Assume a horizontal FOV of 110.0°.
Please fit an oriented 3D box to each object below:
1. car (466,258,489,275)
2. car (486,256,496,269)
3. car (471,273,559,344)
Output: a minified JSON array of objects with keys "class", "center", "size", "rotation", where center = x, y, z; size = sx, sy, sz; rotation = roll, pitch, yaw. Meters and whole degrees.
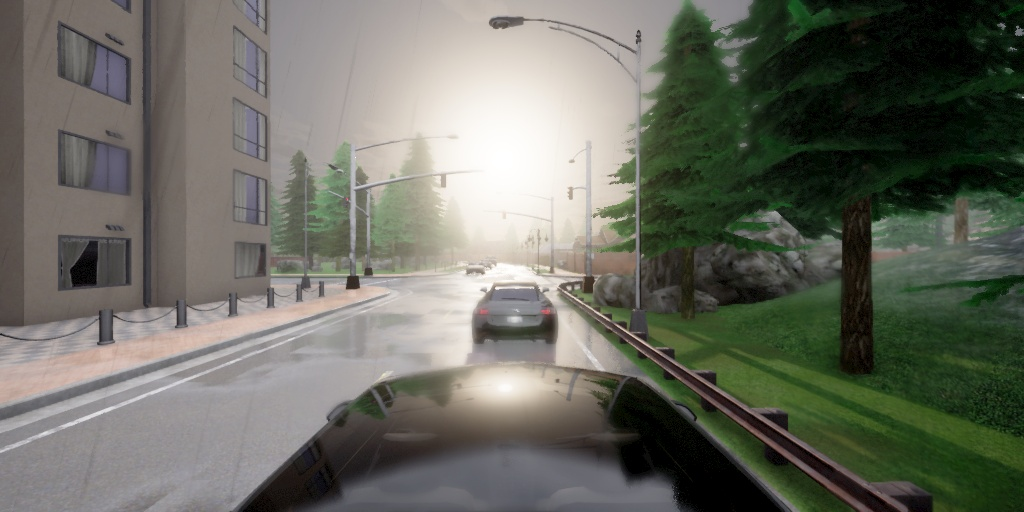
[{"class":"car","center":[-3.804,1.268,37.969],"size":[2.033,1.411,5.357],"rotation":[0,0,-2]},{"class":"car","center":[-3.983,1.211,53.775],"size":[2.128,1.511,4.902],"rotation":[0,0,0]},{"class":"car","center":[0.081,1.314,9.577],"size":[1.994,1.385,4.181],"rotation":[0,0,1]}]
